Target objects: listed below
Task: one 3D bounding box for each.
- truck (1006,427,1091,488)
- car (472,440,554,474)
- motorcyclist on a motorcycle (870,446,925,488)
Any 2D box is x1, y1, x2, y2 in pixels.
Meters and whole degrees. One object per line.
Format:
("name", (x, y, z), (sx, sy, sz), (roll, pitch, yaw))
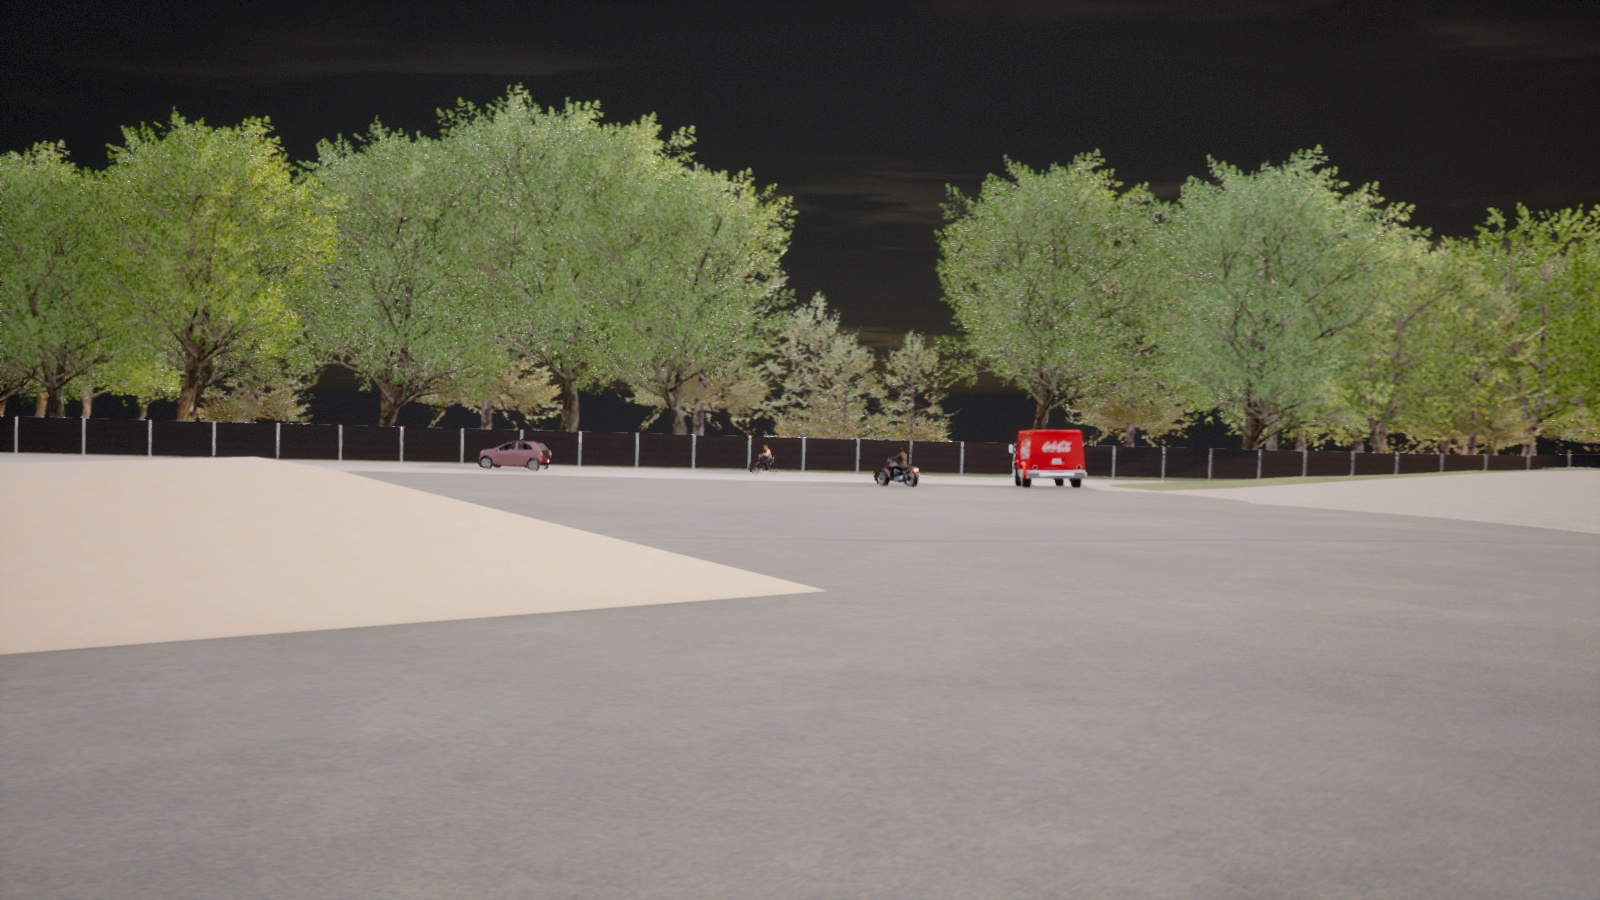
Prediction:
("truck", (10.703, 0.315, 54.537), (2.627, 2.467, 5.204), (-1, 0, 0))
("car", (-14.648, 0.336, 64.234), (3.633, 1.501, 1.845), (2, 2, 8))
("motorcyclist on a motorcycle", (3.870, 0.655, 50.221), (0.766, 1.649, 2.350), (0, 0, -40))
